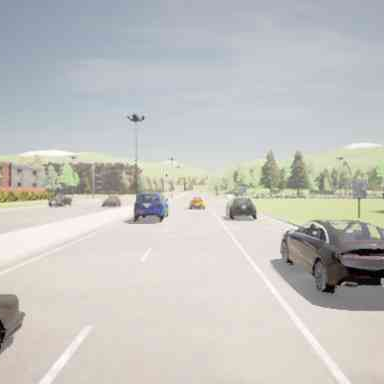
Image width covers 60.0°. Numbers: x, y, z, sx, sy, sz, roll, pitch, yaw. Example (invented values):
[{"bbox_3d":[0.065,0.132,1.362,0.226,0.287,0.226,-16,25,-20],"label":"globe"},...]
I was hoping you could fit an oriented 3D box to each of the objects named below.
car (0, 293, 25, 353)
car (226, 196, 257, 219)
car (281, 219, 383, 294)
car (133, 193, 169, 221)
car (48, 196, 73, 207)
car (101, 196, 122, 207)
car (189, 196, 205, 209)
[{"bbox_3d":[-3.350,1.532,2.338,2.033,1.411,5.357,0,0,0],"label":"car"},{"bbox_3d":[3.968,1.219,27.454,2.097,1.767,4.553,0,0,1],"label":"car"},{"bbox_3d":[3.723,1.452,8.665,2.128,1.511,4.902,0,0,1],"label":"car"},{"bbox_3d":[-3.060,1.091,25.561,2.150,2.045,5.566,0,0,1],"label":"car"},{"bbox_3d":[-17.885,1.251,45.387,2.128,1.511,4.902,0,0,1],"label":"car"},{"bbox_3d":[-10.881,1.309,45.544,1.812,1.442,4.674,0,0,1],"label":"car"},{"bbox_3d":[0.668,1.270,41.809,1.882,1.535,5.008,0,0,1],"label":"car"}]
